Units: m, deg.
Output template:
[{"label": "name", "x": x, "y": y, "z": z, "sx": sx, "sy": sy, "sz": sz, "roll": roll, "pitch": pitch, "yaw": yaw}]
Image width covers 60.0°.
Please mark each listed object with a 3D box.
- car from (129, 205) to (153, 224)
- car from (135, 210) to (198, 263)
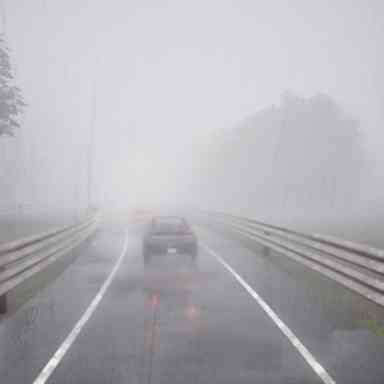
[{"label": "car", "x": -4.376, "y": 1.862, "z": 29.068, "sx": 1.882, "sy": 1.535, "sz": 5.008, "roll": 0, "pitch": 0, "yaw": -16}, {"label": "car", "x": -0.946, "y": 1.661, "z": 12.770, "sx": 2.128, "sy": 1.511, "sz": 4.902, "roll": 0, "pitch": -1, "yaw": -8}]
